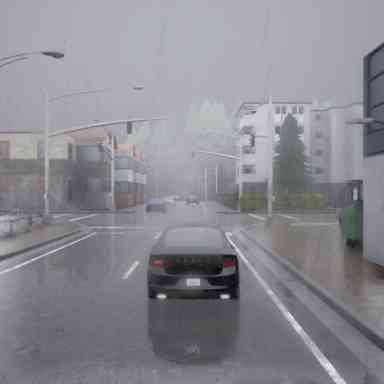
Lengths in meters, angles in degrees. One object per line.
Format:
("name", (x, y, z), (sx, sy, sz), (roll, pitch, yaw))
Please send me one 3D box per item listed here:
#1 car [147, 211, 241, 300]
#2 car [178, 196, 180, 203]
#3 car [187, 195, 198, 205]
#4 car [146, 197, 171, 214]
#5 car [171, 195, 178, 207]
("car", (0.049, 1.477, 8.475), (1.882, 1.535, 5.008), (0, 0, 1))
("car", (-3.502, 1.390, 67.891), (1.882, 1.535, 5.008), (0, 0, 0))
("car", (0.096, 1.346, 60.280), (2.097, 1.767, 4.553), (0, 0, 0))
("car", (-3.597, 1.421, 34.271), (1.882, 1.535, 5.008), (0, -2, 0))
("car", (-3.595, 1.520, 51.132), (1.812, 1.442, 4.674), (0, 0, 0))
